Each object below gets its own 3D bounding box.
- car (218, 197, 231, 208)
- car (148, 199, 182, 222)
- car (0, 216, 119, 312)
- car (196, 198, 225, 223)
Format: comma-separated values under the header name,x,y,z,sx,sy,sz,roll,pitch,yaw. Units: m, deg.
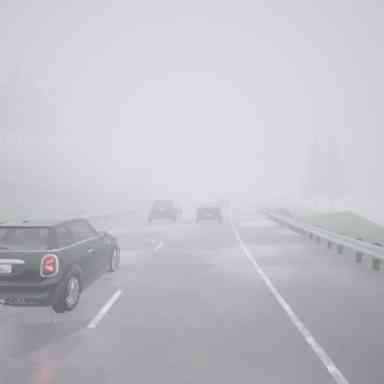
name,x,y,z,sx,sy,sz,roll,pitch,yaw
car,4.590,1.519,49.175,2.163,1.488,4.792,0,0,11
car,-2.013,1.354,26.348,2.097,1.767,4.553,0,0,5
car,-3.209,1.349,7.870,2.097,1.767,4.553,0,0,2
car,1.433,1.484,26.024,1.882,1.535,5.008,0,0,6
